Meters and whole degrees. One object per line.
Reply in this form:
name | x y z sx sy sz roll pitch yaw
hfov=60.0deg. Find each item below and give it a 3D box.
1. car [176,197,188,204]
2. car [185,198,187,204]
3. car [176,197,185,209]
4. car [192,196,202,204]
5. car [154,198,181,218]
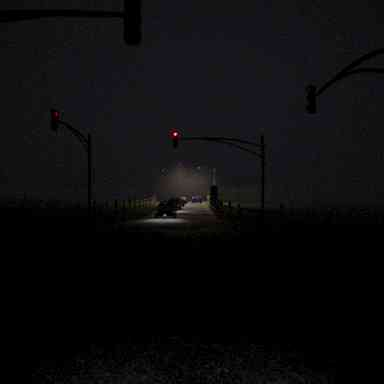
car | -1.907 1.598 63.517 1.994 1.385 4.181 0 0 2
car | -2.115 1.575 53.038 2.033 1.411 5.357 0 0 1
car | -2.284 1.524 41.983 1.837 1.490 4.892 0 0 1
car | 1.030 1.513 65.895 1.882 1.535 5.008 0 0 1
car | -2.315 1.561 30.294 2.033 1.411 5.357 0 0 -1
